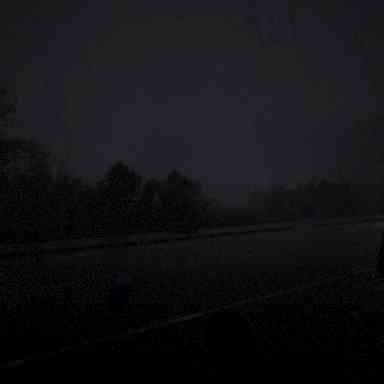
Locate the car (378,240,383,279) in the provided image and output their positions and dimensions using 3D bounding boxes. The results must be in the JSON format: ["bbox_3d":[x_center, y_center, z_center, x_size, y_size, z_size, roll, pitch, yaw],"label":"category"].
[{"bbox_3d":[6.863,1.360,8.641,4.553,1.767,2.097,0,0,-36],"label":"car"}]
